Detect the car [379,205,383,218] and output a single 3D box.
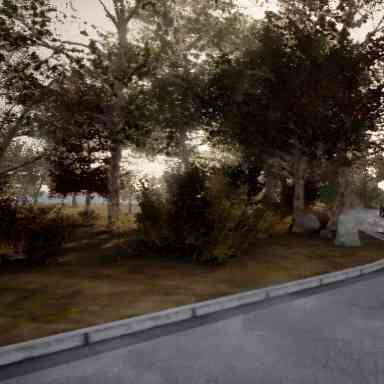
[{"bbox_3d":[21.292,1.834,35.370,2.097,1.767,4.553,1,-1,25],"label":"car"}]
